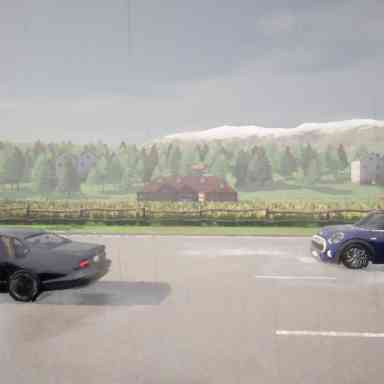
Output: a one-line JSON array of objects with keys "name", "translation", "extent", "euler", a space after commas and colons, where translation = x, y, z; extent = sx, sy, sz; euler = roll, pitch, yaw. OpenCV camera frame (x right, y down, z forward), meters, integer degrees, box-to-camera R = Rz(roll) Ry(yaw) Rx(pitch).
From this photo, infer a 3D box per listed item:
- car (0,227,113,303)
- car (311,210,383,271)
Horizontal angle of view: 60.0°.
[{"name": "car", "translation": [-4.646, 1.550, 7.684], "extent": [5.357, 1.411, 2.033], "euler": [0, 0, 5]}, {"name": "car", "translation": [6.133, 1.350, 10.315], "extent": [4.553, 1.767, 2.097], "euler": [0, 0, 5]}]
